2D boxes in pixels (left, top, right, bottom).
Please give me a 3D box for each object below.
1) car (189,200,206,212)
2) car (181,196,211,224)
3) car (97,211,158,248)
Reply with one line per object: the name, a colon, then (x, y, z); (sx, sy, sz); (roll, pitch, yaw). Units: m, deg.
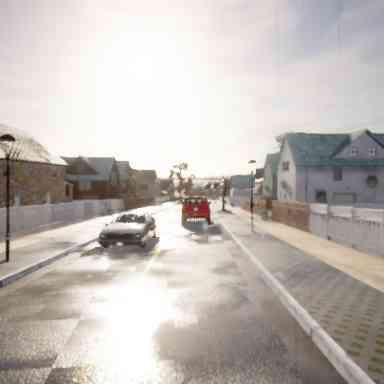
car: (0.727, 1.779, 42.893); (1.994, 1.385, 4.181); (0, 0, 2)
car: (0.327, 1.332, 25.979); (2.150, 2.045, 5.566); (0, -1, 1)
car: (-2.698, 1.607, 15.278); (2.033, 1.411, 5.357); (0, 0, 1)
